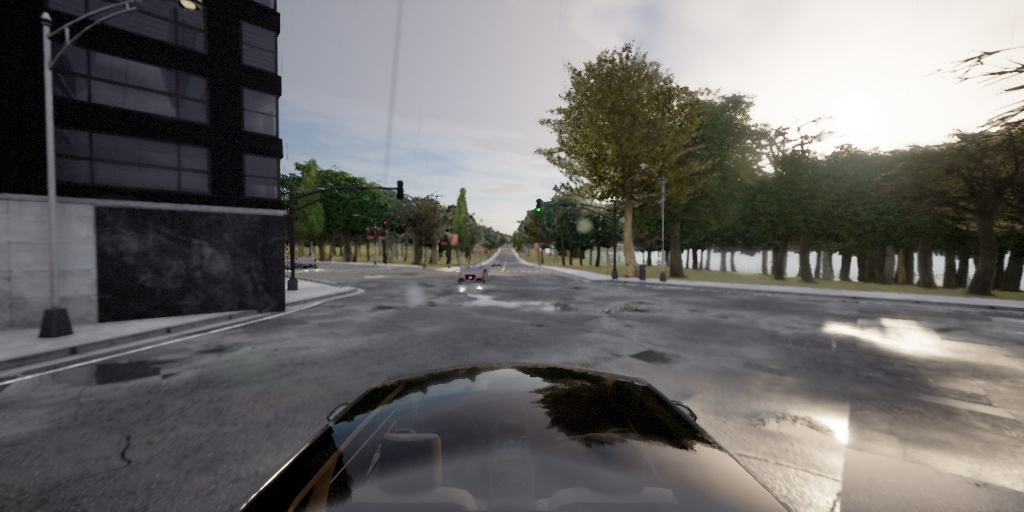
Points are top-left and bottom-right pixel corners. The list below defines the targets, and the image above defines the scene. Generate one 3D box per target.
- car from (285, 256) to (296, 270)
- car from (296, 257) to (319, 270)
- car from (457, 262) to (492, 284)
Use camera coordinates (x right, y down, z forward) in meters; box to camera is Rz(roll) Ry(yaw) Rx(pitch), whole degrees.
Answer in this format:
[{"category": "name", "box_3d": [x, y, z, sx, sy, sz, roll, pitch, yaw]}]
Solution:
[{"category": "car", "box_3d": [-28.956, 1.084, 44.574, 4.181, 1.385, 1.994, 1, 2, 44]}, {"category": "car", "box_3d": [-27.114, 0.961, 47.322, 4.892, 1.490, 1.837, 2, 2, 45]}, {"category": "car", "box_3d": [-2.875, 1.275, 26.890, 1.994, 1.385, 4.181, 0, 1, 1]}]
